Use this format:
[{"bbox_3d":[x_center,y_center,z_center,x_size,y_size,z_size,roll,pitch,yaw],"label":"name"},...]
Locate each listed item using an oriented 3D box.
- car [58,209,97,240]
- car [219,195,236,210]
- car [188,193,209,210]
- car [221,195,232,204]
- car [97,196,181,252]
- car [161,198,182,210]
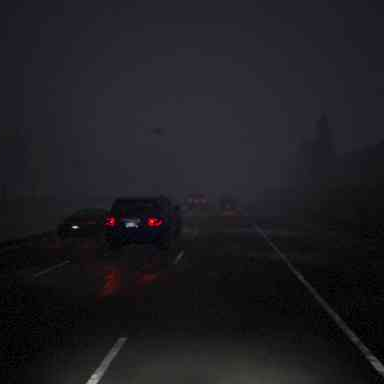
[{"bbox_3d":[-5.050,1.547,16.986,1.994,1.385,4.181,0,0,6],"label":"car"},{"bbox_3d":[4.272,1.371,40.058,1.837,1.490,4.892,0,0,6],"label":"car"},{"bbox_3d":[0.823,1.108,40.757,2.150,2.045,5.566,0,0,6],"label":"car"},{"bbox_3d":[6.102,1.286,58.429,1.882,1.535,5.008,0,0,6],"label":"car"},{"bbox_3d":[-1.827,1.195,14.045,2.150,2.045,5.566,0,0,6],"label":"car"},{"bbox_3d":[-2.551,1.464,42.199,1.994,1.385,4.181,0,0,6],"label":"car"}]
